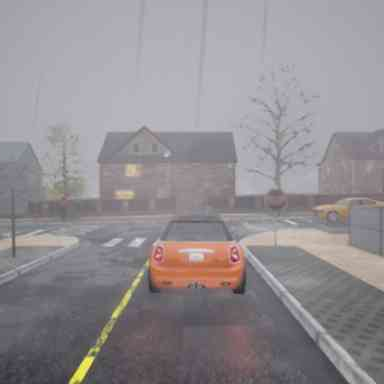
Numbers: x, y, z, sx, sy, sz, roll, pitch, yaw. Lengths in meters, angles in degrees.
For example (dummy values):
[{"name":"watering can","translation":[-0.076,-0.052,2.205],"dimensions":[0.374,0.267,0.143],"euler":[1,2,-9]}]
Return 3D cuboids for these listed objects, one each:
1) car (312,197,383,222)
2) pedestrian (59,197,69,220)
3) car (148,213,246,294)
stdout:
[{"name":"car","translation":[10.566,1.109,22.105],"dimensions":[5.008,1.535,1.882],"euler":[-1,1,0]},{"name":"pedestrian","translation":[-9.641,1.200,24.989],"dimensions":[0.375,1.860,0.375],"euler":[0,2,0]},{"name":"car","translation":[0.174,1.332,8.902],"dimensions":[2.097,1.767,4.553],"euler":[0,0,2]}]
